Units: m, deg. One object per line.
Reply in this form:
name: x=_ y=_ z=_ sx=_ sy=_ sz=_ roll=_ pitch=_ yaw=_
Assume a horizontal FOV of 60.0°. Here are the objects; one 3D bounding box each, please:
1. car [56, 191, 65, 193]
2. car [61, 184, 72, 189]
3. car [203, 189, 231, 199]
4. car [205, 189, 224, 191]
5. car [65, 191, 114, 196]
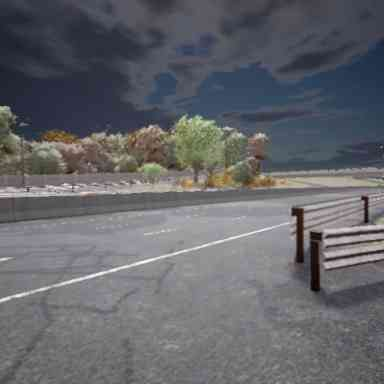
car: x=-11.009 y=0.758 z=33.878 sx=1.882 sy=1.535 sz=5.008 roll=0 pitch=1 yaw=37
car: x=-23.305 y=-0.678 z=61.458 sx=2.128 sy=1.511 sz=4.902 roll=-1 pitch=3 yaw=16
car: x=4.118 y=0.314 z=54.241 sx=2.033 sy=1.411 sz=5.357 roll=0 pitch=1 yaw=37
car: x=2.461 y=0.407 z=46.208 sx=2.128 sy=1.511 sz=4.902 roll=0 pitch=1 yaw=37
car: x=-8.839 y=0.792 z=30.927 sx=2.128 sy=1.511 sz=4.902 roll=0 pitch=1 yaw=36
